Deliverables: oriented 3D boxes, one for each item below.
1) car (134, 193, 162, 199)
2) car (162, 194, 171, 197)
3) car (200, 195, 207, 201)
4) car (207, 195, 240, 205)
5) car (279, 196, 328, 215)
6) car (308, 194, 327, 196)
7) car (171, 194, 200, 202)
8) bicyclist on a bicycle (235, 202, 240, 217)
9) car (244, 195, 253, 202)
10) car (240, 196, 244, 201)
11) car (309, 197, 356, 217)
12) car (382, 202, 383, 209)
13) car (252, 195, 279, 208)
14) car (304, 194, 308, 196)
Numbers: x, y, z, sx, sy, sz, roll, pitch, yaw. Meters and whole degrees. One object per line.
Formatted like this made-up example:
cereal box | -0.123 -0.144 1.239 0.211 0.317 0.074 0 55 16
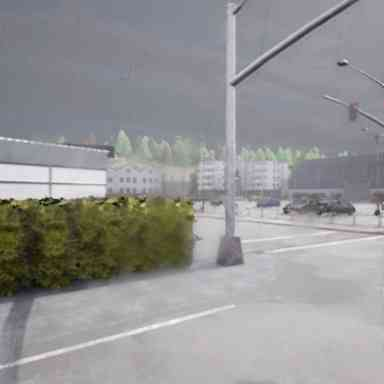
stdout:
car | -8.238 1.483 61.429 3.806 1.475 1.970 0 0 -35
car | -6.725 1.371 94.118 4.553 1.767 2.097 0 0 -35
car | 2.896 1.499 77.758 4.514 1.523 2.007 0 0 -35
car | 5.252 1.453 55.720 4.514 1.523 2.007 0 0 -35
car | 11.470 1.452 33.408 5.027 1.636 2.152 0 0 -35
car | 24.070 1.331 61.119 4.605 1.855 1.932 0 0 -35
car | -1.316 1.256 66.329 4.605 1.855 1.932 0 0 -35
bicyclist on a bicycle | 3.560 1.384 28.923 1.656 1.620 0.582 0 0 -35
car | 14.720 1.386 73.737 5.027 1.636 2.152 0 0 -35
car | 10.771 1.463 78.806 3.806 1.475 1.970 0 0 -35
car | 13.314 1.461 30.870 4.514 1.523 2.007 0 0 -35
car | 26.838 1.585 44.003 3.806 1.475 1.970 0 0 -35
car | 10.954 1.474 47.513 3.633 1.501 1.845 0 0 -35
car | 22.065 1.308 63.261 3.866 1.878 1.905 0 0 -35
